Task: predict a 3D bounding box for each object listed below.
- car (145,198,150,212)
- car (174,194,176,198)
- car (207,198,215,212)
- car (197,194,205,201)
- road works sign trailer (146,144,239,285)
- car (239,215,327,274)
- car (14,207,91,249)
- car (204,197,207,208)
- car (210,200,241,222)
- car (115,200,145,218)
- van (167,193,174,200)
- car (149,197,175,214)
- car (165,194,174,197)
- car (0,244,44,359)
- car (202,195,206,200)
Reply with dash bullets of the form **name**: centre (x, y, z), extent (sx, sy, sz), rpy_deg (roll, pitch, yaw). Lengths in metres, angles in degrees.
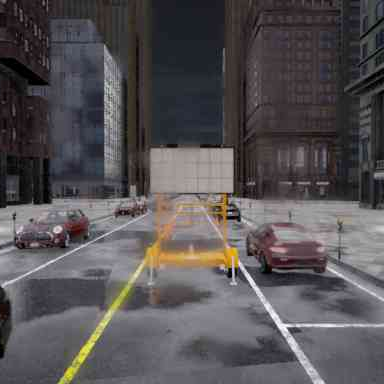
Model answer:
- **car**: centre (-5.815, 1.558, 35.743), extent (1.802, 1.307, 4.206), rpy_deg (-1, 0, 0)
- **car**: centre (-5.874, 1.166, 84.528), extent (2.192, 1.841, 5.009), rpy_deg (-1, 0, 0)
- **car**: centre (2.716, 1.547, 31.076), extent (1.947, 1.339, 4.313), rpy_deg (-1, 0, 0)
- **car**: centre (2.660, 1.396, 79.037), extent (1.752, 1.417, 4.829), rpy_deg (-1, 0, 0)
- **road works sign trailer**: centre (-0.001, 0.461, 9.446), extent (2.380, 3.560, 2.880), rpy_deg (0, 0, -1)
- **car**: centre (2.740, 1.578, 10.264), extent (1.802, 1.307, 4.206), rpy_deg (-1, 0, 0)
- **car**: centre (-5.792, 1.434, 14.231), extent (1.967, 1.590, 4.097), rpy_deg (-1, 0, 0)
- **car**: centre (2.709, 1.526, 36.278), extent (2.008, 1.369, 4.403), rpy_deg (-1, 0, 0)
- **car**: centre (2.722, 1.553, 25.872), extent (1.947, 1.339, 4.313), rpy_deg (-1, 0, 0)
- **car**: centre (-5.809, 1.527, 30.366), extent (1.887, 1.381, 4.507), rpy_deg (-1, 0, 0)
- **van**: centre (-5.880, 1.170, 90.208), extent (1.690, 1.788, 3.998), rpy_deg (-1, 0, 0)
- **car**: centre (-3.043, 1.541, 34.956), extent (1.994, 1.385, 4.181), rpy_deg (0, 0, 0)
- **car**: centre (-5.864, 1.453, 78.848), extent (1.802, 1.307, 4.206), rpy_deg (-1, 0, 0)
- **car**: centre (-3.104, 1.491, 2.067), extent (2.128, 1.511, 4.902), rpy_deg (0, 0, 0)
- **car**: centre (2.697, 1.482, 46.853), extent (1.752, 1.417, 4.829), rpy_deg (-1, 0, 0)
